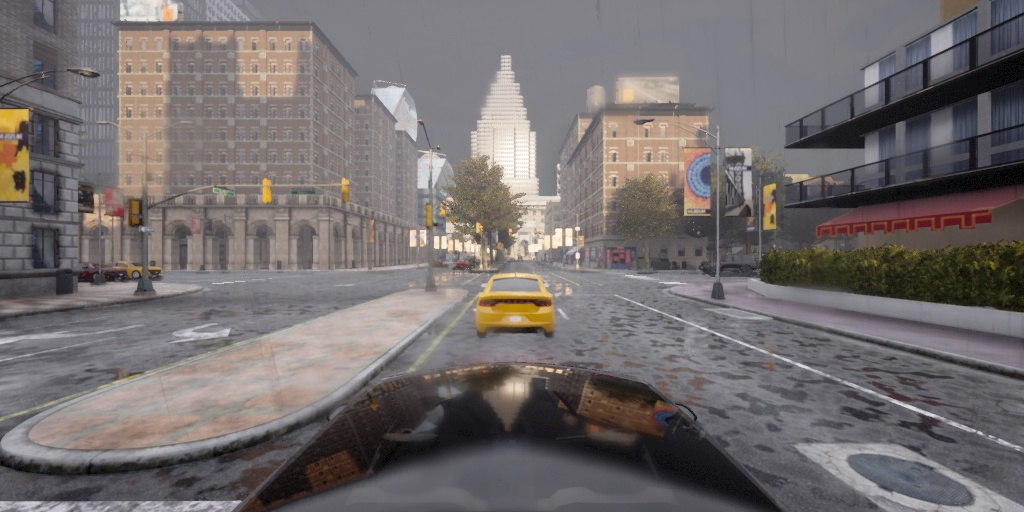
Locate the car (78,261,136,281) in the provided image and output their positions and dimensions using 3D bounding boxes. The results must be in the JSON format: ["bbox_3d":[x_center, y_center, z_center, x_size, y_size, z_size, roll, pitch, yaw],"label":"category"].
[{"bbox_3d":[-33.938,1.226,28.838,5.008,1.535,1.882,0,0,0],"label":"car"}]

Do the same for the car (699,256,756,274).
[{"bbox_3d":[23.814,0.973,39.688,5.566,2.045,2.150,0,0,0],"label":"car"}]

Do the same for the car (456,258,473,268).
[{"bbox_3d":[-7.986,1.347,59.072,1.895,1.301,4.718,0,0,0],"label":"car"}]

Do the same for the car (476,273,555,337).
[{"bbox_3d":[0.094,1.227,10.331,1.882,1.535,5.008,0,0,0],"label":"car"}]

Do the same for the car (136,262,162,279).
[{"bbox_3d":[-34.574,1.226,32.336,5.008,1.535,1.882,0,0,0],"label":"car"}]
